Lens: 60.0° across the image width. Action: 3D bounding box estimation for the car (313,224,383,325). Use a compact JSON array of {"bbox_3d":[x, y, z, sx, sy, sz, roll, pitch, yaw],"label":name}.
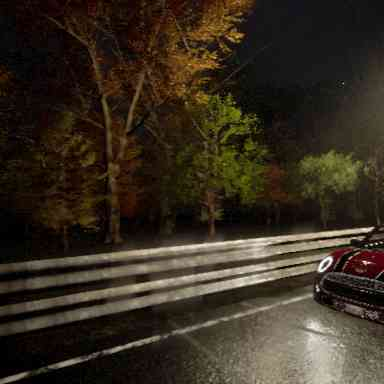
[{"bbox_3d":[4.597,1.440,6.965,4.553,1.767,2.097,1,-1,-35],"label":"car"}]
